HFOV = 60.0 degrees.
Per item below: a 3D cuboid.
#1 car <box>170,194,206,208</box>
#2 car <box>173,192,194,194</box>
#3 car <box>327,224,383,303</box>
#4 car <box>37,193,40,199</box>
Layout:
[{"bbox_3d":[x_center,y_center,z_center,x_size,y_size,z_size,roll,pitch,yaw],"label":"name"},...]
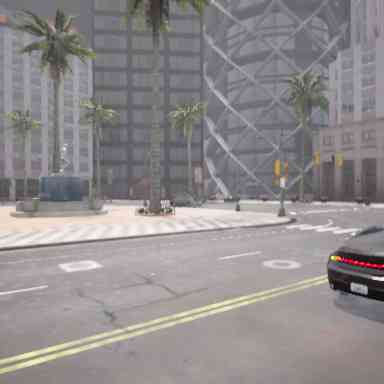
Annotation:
[{"bbox_3d":[-0.864,1.347,45.929,4.902,1.511,2.128,0,0,35],"label":"car"},{"bbox_3d":[-0.667,1.064,50.090,5.566,2.045,2.150,0,0,31],"label":"car"},{"bbox_3d":[4.954,1.459,7.329,4.892,1.490,1.837,0,0,-35],"label":"car"},{"bbox_3d":[-21.268,1.136,51.858,5.566,2.045,2.150,0,0,-3],"label":"car"}]
